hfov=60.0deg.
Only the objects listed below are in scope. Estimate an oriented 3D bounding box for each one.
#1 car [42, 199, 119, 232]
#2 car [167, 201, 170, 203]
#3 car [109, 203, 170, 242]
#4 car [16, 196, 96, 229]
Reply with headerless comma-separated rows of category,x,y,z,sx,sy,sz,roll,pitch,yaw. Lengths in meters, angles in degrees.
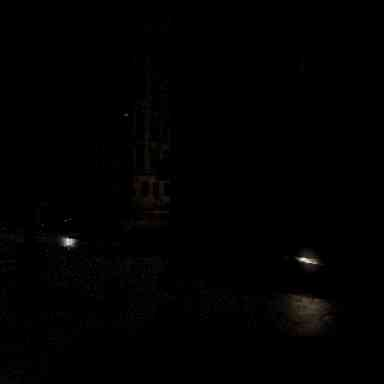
car,-5.666,1.343,19.324,1.882,1.535,5.008,1,1,36
car,-1.383,1.390,29.676,1.947,1.339,4.313,1,1,36
car,-1.370,1.456,15.900,1.752,1.417,4.829,1,1,36
car,-7.988,1.151,20.437,2.192,1.841,5.009,1,1,36
